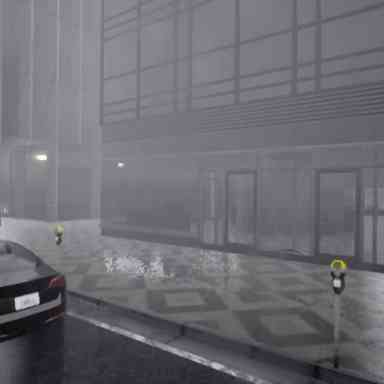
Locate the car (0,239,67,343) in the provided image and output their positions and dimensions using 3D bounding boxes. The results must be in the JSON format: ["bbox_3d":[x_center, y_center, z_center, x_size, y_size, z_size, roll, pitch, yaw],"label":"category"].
[{"bbox_3d":[-3.935,1.495,5.717,4.313,1.339,1.947,1,1,35],"label":"car"}]
